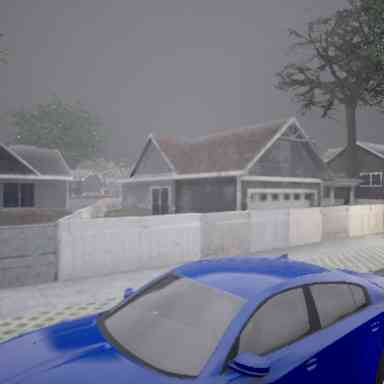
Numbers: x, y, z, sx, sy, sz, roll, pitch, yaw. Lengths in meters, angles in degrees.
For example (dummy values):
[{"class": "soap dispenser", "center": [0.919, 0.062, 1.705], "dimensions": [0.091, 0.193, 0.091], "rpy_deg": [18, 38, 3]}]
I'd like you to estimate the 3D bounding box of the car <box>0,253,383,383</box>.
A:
[{"class": "car", "center": [0.393, 1.473, 3.354], "dimensions": [5.008, 1.535, 1.882], "rpy_deg": [0, 0, -36]}]
